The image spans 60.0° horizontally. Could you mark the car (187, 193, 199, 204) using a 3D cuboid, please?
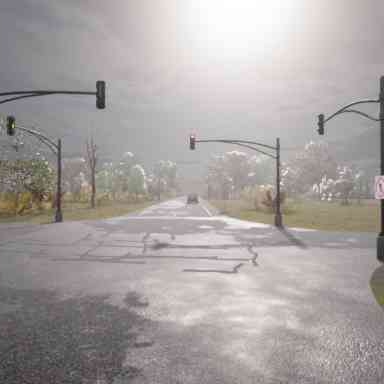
[{"bbox_3d":[0.156,1.293,67.658,2.150,2.045,5.566,0,0,0],"label":"car"}]
